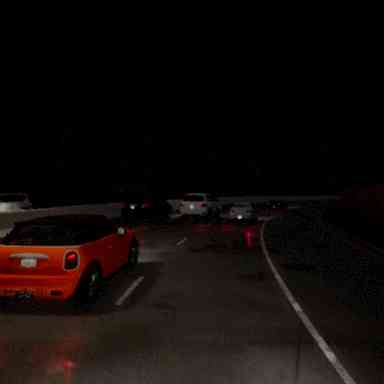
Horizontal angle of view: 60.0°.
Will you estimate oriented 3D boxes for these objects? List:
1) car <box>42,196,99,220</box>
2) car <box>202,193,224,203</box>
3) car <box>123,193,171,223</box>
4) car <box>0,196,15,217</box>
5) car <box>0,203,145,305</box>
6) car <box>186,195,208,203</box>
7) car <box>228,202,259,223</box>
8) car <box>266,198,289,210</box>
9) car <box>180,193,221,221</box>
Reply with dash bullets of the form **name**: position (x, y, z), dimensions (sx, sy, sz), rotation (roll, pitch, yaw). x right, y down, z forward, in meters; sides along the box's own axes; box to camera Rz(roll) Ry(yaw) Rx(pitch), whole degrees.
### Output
- **car**: position (-9.945, 1.223, 27.682), dimensions (2.097, 1.767, 4.553), rotation (0, 0, 17)
- **car**: position (4.122, 1.101, 63.579), dimensions (2.097, 1.767, 4.553), rotation (0, 0, 37)
- **car**: position (-3.315, 1.114, 24.959), dimensions (2.150, 2.045, 5.566), rotation (0, 0, 15)
- **car**: position (-17.237, 1.213, 27.489), dimensions (2.097, 1.767, 4.553), rotation (0, 0, 15)
- **car**: position (-2.813, 1.314, 8.246), dimensions (2.097, 1.767, 4.553), rotation (0, 0, 5)
- **car**: position (0.975, 1.330, 65.246), dimensions (1.895, 1.301, 4.718), rotation (0, 0, 36)
- **car**: position (3.800, 1.431, 24.305), dimensions (1.812, 1.442, 4.674), rotation (0, 0, 16)
- **car**: position (10.693, 1.447, 41.192), dimensions (1.895, 1.301, 4.718), rotation (0, 0, 28)
- **car**: position (0.764, 1.113, 26.473), dimensions (2.150, 2.045, 5.566), rotation (0, 0, 17)
